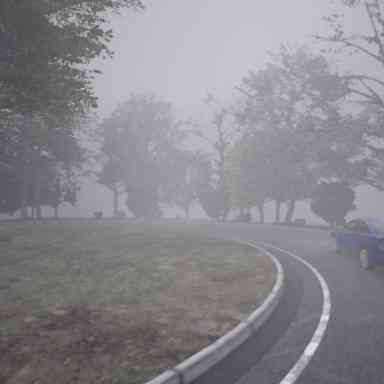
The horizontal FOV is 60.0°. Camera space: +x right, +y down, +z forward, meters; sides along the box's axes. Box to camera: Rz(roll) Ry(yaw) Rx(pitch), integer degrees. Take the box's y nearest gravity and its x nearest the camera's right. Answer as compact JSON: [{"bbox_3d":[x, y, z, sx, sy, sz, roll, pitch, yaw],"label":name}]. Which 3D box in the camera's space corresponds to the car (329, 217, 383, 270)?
[{"bbox_3d":[6.304,1.604,11.402,1.882,1.535,5.008,0,-1,6],"label":"car"}]
